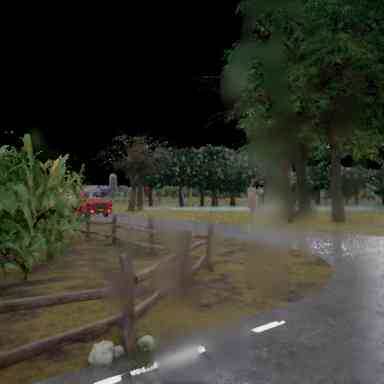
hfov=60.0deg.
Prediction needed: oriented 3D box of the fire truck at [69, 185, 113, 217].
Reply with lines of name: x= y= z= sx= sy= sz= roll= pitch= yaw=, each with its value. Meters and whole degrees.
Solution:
fire truck: x=-12.999 y=1.131 z=42.055 sx=2.891 sy=3.827 sz=8.468 roll=1 pitch=-2 yaw=-36
